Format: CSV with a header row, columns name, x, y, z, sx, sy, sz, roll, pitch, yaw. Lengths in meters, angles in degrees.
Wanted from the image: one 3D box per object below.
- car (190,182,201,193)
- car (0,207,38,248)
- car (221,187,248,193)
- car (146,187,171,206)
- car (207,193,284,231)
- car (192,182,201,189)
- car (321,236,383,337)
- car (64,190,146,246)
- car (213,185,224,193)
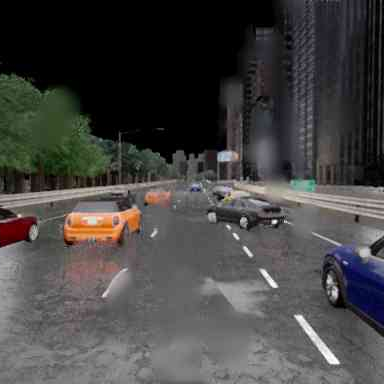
name,x,y,z,sx,sy,sz,roll,pitch,yaw
car,0.619,-0.660,58.394,1.882,1.535,5.008,0,2,1
car,-6.836,1.168,10.779,1.882,1.535,5.008,0,2,0
car,3.692,0.641,26.505,1.882,1.535,5.008,0,2,1
car,-3.151,0.309,31.630,2.097,1.767,4.553,0,2,1
car,2.555,1.009,17.014,1.837,1.490,4.892,0,2,-28
car,0.996,-1.625,80.823,2.128,1.511,4.902,0,2,1
car,3.523,1.217,4.549,2.097,1.767,4.553,0,2,0
car,-3.319,0.970,13.248,2.097,1.767,4.553,0,2,0
car,3.816,0.219,37.498,2.163,1.488,4.792,0,2,1
